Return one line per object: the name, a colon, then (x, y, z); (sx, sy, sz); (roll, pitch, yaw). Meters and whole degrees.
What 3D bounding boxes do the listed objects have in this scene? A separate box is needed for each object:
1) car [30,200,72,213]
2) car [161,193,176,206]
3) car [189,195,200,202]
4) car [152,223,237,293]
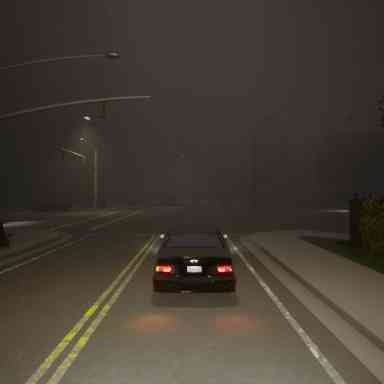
car: (-16.241, 1.634, 38.340); (4.674, 1.442, 1.812); (-1, 0, 1)
car: (-3.733, 1.219, 54.198); (2.150, 2.045, 5.566); (0, 0, 0)
car: (0.535, 1.527, 79.015); (2.033, 1.411, 5.357); (0, 0, 12)
car: (0.051, 1.547, 8.984); (2.033, 1.411, 5.357); (0, 0, 0)
